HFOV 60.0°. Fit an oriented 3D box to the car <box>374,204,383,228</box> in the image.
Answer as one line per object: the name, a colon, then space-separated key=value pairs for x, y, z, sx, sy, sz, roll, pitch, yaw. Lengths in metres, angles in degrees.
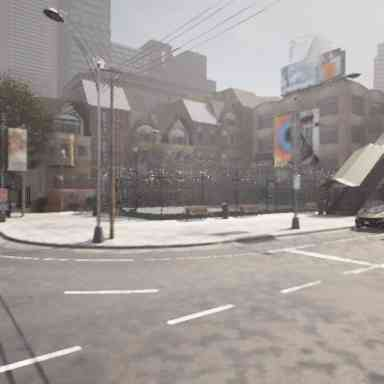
car: x=11.435 y=1.470 z=16.410 sx=4.902 sy=1.511 sz=2.128 roll=0 pitch=0 yaw=-35

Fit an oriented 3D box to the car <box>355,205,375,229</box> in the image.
car: x=11.855 y=1.455 z=20.192 sx=5.008 sy=1.535 sz=2.097 roll=0 pitch=0 yaw=-36
